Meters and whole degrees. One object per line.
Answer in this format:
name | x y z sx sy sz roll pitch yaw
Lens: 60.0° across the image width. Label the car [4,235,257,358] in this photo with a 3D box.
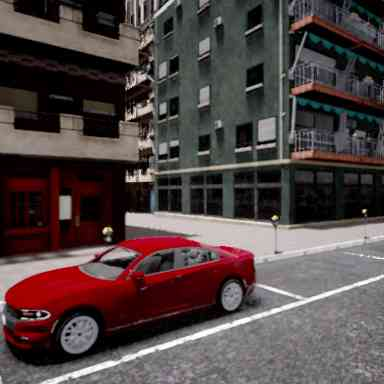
car | -0.803 1.528 5.984 4.507 1.381 1.887 0 0 -36
